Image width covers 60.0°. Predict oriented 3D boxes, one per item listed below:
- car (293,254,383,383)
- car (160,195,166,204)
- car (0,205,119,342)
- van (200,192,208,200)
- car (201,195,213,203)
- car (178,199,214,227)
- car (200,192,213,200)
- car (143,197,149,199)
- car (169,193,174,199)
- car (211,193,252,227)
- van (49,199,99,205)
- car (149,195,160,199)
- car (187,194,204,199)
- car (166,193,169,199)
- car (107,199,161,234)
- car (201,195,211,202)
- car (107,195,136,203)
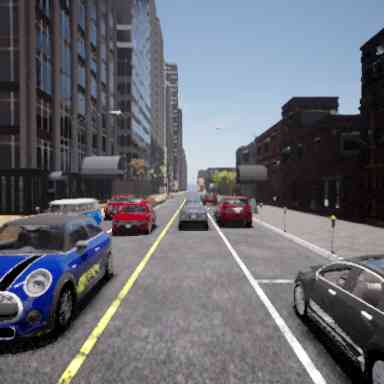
[{"bbox_3d":[2.689,1.525,4.496,2.008,1.369,4.403,-1,0,0],"label":"car"},{"bbox_3d":[-5.713,1.215,54.881,1.752,1.417,4.829,-1,0,0],"label":"car"},{"bbox_3d":[-3.066,1.313,6.747,2.097,1.767,4.553,0,0,-1],"label":"car"},{"bbox_3d":[2.660,0.904,77.178,1.690,1.788,3.998,-1,0,0],"label":"van"},{"bbox_3d":[2.667,1.223,60.576,1.947,1.339,4.313,-1,0,0],"label":"car"},{"bbox_3d":[0.090,1.426,21.464,2.033,1.411,5.357,0,0,0],"label":"car"},{"bbox_3d":[2.665,1.035,49.506,2.192,1.841,5.009,-1,0,0],"label":"car"},{"bbox_3d":[-5.708,1.340,32.743,1.752,1.417,4.829,-1,0,0],"label":"car"},{"bbox_3d":[-5.720,0.940,88.260,1.967,1.590,4.097,-1,0,0],"label":"car"},{"bbox_3d":[2.671,1.192,21.834,2.192,1.841,5.009,-1,0,0],"label":"car"},{"bbox_3d":[-5.708,1.249,16.307,1.690,1.788,3.998,-1,0,0],"label":"van"},{"bbox_3d":[-5.710,1.296,43.982,1.887,1.381,4.507,-1,0,0],"label":"car"},{"bbox_3d":[0.092,1.307,42.512,2.033,1.411,5.357,0,0,0],"label":"car"},{"bbox_3d":[-5.714,1.183,60.416,1.752,1.417,4.829,-1,0,0],"label":"car"},{"bbox_3d":[-3.082,1.372,18.600,1.882,1.535,5.008,0,0,0],"label":"car"},{"bbox_3d":[2.666,1.208,66.110,1.802,1.307,4.206,-1,0,0],"label":"car"},{"bbox_3d":[-5.710,1.160,27.376,2.192,1.841,5.009,-1,0,0],"label":"car"}]
